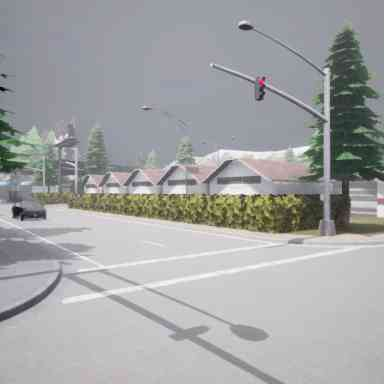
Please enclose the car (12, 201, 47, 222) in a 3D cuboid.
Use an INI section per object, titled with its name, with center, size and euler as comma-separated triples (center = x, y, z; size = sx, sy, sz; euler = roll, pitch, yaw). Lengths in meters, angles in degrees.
[car]
center = -13.286, 1.456, 27.077
size = 1.882, 1.535, 5.008
euler = 0, 1, -37
